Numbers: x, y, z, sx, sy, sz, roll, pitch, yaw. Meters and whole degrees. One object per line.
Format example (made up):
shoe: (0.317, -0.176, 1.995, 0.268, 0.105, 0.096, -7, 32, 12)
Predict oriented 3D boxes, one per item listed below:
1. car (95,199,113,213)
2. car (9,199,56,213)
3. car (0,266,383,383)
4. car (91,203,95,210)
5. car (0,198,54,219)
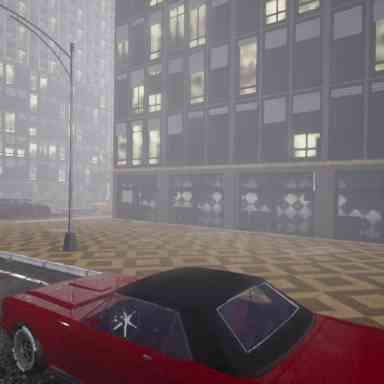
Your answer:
car: (-8.844, 1.828, 39.922, 1.752, 1.417, 4.829, 1, 0, 37)
car: (-19.139, 1.641, 40.119, 1.752, 1.417, 4.829, 1, 0, 37)
car: (-0.285, 1.600, 3.895, 4.718, 1.301, 1.895, 0, 0, 36)
car: (-11.551, 1.716, 45.966, 1.882, 1.535, 5.008, 1, 0, 36)
car: (-15.671, 1.518, 30.732, 2.192, 1.841, 5.009, 1, 0, 37)
